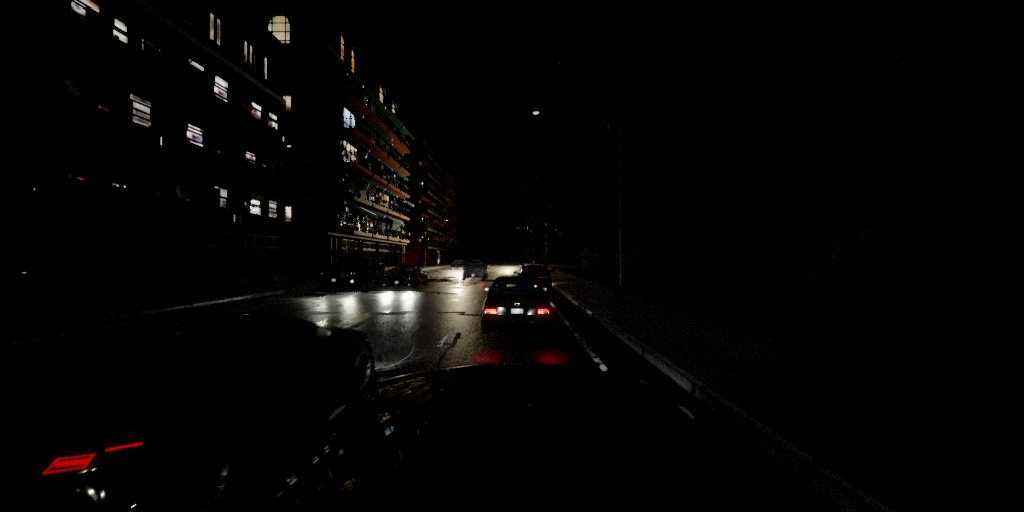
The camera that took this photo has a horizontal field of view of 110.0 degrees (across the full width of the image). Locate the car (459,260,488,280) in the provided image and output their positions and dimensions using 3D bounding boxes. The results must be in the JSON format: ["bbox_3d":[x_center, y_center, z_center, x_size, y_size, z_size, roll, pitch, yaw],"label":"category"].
[{"bbox_3d":[-3.108,1.278,30.734,1.812,1.442,4.674,0,0,0],"label":"car"}]

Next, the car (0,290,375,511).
[{"bbox_3d":[-3.148,1.313,3.964,1.994,1.385,4.181,0,0,0],"label":"car"}]

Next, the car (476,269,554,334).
[{"bbox_3d":[0.118,1.299,10.630,2.033,1.411,5.357,0,0,0],"label":"car"}]

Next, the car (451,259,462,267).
[{"bbox_3d":[-9.671,1.296,64.750,2.033,1.411,5.357,0,0,1],"label":"car"}]

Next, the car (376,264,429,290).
[{"bbox_3d":[-6.561,1.316,22.375,1.994,1.385,4.181,0,0,0],"label":"car"}]

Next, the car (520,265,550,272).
[{"bbox_3d":[1.172,1.257,20.319,1.837,1.490,4.892,0,0,0],"label":"car"}]

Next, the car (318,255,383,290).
[{"bbox_3d":[-9.811,0.973,22.505,2.150,2.045,5.566,0,0,0],"label":"car"}]
